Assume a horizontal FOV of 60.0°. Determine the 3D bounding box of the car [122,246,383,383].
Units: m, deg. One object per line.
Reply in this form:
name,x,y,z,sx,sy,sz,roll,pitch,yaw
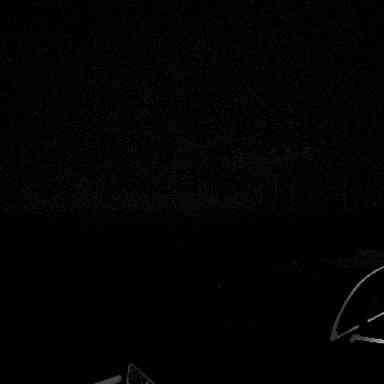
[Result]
car,1.574,1.513,4.079,4.892,1.490,1.837,0,0,-36
